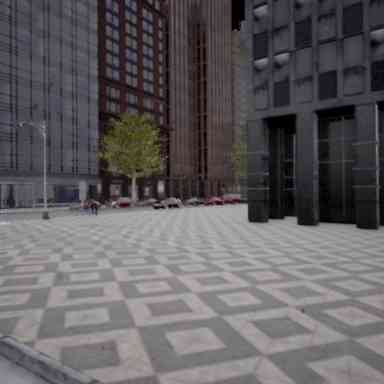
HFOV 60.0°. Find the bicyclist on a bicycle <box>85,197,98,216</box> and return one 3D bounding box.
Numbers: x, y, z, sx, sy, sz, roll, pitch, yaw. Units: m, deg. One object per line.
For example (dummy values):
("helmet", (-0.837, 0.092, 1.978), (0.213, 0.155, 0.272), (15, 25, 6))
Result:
("bicyclist on a bicycle", (-8.534, 1.257, 28.239), (1.656, 1.620, 0.582), (-1, -1, 35))

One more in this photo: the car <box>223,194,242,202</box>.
("car", (9.102, 1.308, 74.049), (2.192, 1.841, 5.009), (-1, 0, 35))

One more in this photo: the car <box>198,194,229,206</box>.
("car", (3.312, 1.471, 50.633), (1.887, 1.381, 4.507), (-1, 0, 35))

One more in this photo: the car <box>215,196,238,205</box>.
("car", (6.247, 1.434, 59.590), (2.128, 1.511, 4.902), (-1, 0, 35))

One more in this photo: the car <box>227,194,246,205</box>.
("car", (6.511, 1.231, 55.276), (2.192, 1.841, 5.009), (-1, 0, 35))

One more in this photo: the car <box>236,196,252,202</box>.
("car", (12.307, 1.550, 78.691), (1.947, 1.339, 4.313), (-1, 0, 35))

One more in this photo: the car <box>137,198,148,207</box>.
("car", (-6.903, 1.624, 50.835), (1.802, 1.307, 4.206), (-1, 0, 35))

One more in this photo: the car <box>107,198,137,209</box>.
("car", (-10.106, 1.495, 46.192), (1.967, 1.590, 4.097), (-1, 0, 35))

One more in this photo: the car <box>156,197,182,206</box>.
("car", (-3.799, 1.556, 55.337), (1.752, 1.417, 4.829), (-1, 0, 35))

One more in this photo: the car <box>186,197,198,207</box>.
("car", (0.450, 1.486, 51.106), (1.812, 1.442, 4.674), (-1, 0, 36))

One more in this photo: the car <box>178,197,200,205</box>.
("car", (-0.500, 1.586, 60.120), (1.947, 1.339, 4.313), (-1, 0, 35))

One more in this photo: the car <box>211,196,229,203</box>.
("car", (5.902, 1.547, 69.405), (1.887, 1.381, 4.507), (-1, 0, 35))

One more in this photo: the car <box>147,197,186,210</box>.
("car", (-3.090, 1.517, 41.348), (1.947, 1.339, 4.313), (-1, 0, 35))

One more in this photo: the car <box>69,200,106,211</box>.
("car", (-13.306, 1.653, 41.549), (1.802, 1.307, 4.206), (-1, 0, 35))
